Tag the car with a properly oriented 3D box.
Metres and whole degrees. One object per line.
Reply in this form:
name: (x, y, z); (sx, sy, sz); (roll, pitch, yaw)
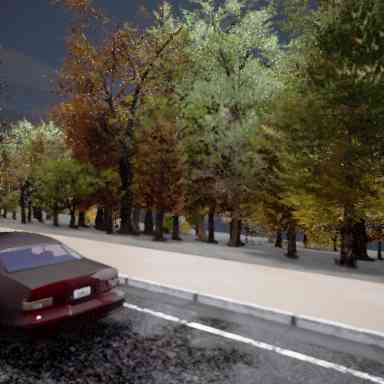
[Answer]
car: (-3.636, 1.481, 6.304); (5.357, 1.411, 2.033); (1, 0, 36)
